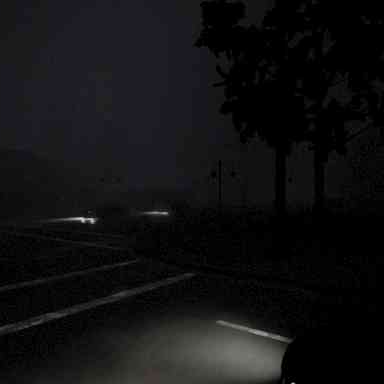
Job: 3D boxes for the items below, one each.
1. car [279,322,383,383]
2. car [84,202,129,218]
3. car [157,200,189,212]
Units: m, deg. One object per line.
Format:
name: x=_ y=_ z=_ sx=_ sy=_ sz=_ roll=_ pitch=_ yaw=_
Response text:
car: x=2.850 y=1.526 z=1.942 sx=4.674 sy=1.442 sz=1.812 roll=0 pitch=0 yaw=36
car: x=-7.708 y=1.563 z=30.267 sx=1.994 sy=1.385 sz=4.181 roll=0 pitch=0 yaw=34
car: x=-2.120 y=1.563 z=38.553 sx=1.994 sy=1.385 sz=4.181 roll=0 pitch=0 yaw=34
